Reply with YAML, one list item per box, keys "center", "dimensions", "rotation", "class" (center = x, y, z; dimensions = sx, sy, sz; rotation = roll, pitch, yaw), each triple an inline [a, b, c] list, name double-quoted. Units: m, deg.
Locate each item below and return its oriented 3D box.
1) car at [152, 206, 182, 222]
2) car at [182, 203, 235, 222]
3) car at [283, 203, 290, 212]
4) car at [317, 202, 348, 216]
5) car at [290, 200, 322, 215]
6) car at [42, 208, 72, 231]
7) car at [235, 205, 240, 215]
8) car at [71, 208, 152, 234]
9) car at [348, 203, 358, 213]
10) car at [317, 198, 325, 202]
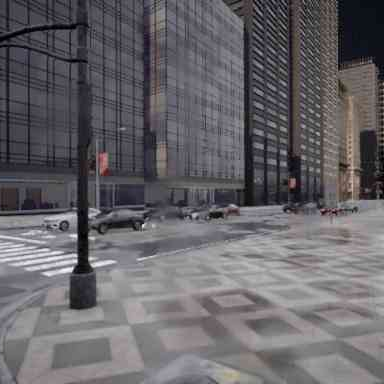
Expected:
- center: [-2.282, 1.960, 30.744]
  dimensions: [2.033, 1.411, 5.357]
  rotation: [0, -1, 36]
  class: "car"
- center: [1.609, 1.913, 30.587]
  dimensions: [2.128, 1.511, 4.902]
  rotation: [0, -1, 36]
  class: "car"
- center: [15.167, 2.276, 49.228]
  dimensions: [2.033, 1.411, 5.357]
  rotation: [0, -1, 36]
  class: "car"
- center: [17.517, 2.219, 41.291]
  dimensions: [1.895, 1.301, 4.718]
  rotation: [0, -1, 36]
  class: "car"
- center: [14.860, 2.144, 43.164]
  dimensions: [1.837, 1.490, 4.892]
  rotation: [0, -1, 36]
  class: "car"
- center: [-7.892, 1.810, 22.971]
  dimensions: [1.812, 1.442, 4.674]
  rotation: [0, -1, 37]
  class: "car"
- center: [4.130, 2.086, 39.628]
  dimensions: [1.812, 1.442, 4.674]
  rotation: [0, -1, 36]
  class: "car"
- center: [-5.028, 1.793, 21.363]
  dimensions: [1.812, 1.442, 4.674]
  rotation: [0, -1, 35]
  class: "car"
- center: [23.379, 2.301, 49.507]
  dimensions: [2.033, 1.411, 5.357]
  rotation: [0, -1, 36]
  class: "car"
- center: [20.760, 1.997, 51.435]
  dimensions: [2.150, 2.045, 5.566]
  rotation: [0, -1, 36]
  class: "car"
